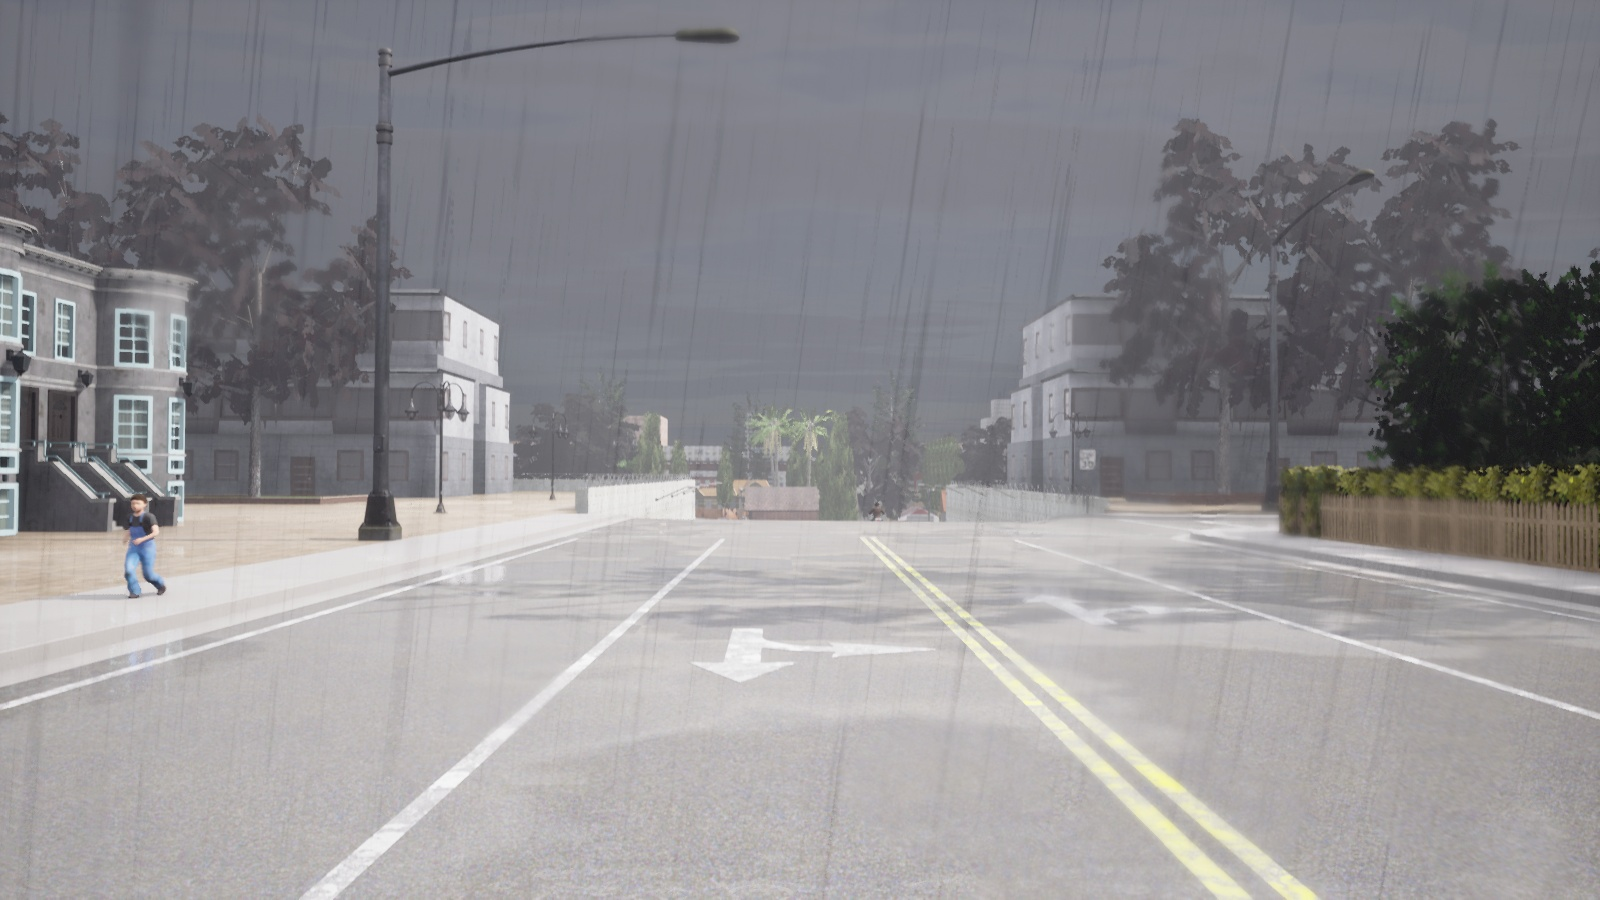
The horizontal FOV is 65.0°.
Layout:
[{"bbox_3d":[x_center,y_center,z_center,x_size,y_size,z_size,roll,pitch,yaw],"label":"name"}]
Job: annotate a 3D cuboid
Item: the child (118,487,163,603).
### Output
[{"bbox_3d":[-7.326,1.047,13.959,0.270,1.263,0.437,0,-1,-1],"label":"child"}]
